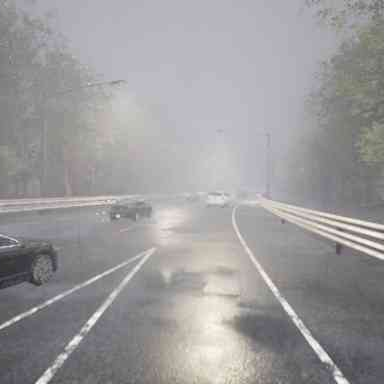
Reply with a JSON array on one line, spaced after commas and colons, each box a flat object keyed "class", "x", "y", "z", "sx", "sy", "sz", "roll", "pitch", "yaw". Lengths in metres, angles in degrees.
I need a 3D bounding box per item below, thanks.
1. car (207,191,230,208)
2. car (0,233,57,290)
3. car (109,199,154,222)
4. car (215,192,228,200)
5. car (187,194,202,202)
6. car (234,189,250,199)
[{"class": "car", "x": 3.228, "y": 0.880, "z": 40.670, "sx": 2.150, "sy": 2.045, "sz": 5.566, "roll": 1, "pitch": 1, "yaw": 13}, {"class": "car", "x": -4.649, "y": 1.415, "z": 6.461, "sx": 2.128, "sy": 1.511, "sz": 4.902, "roll": 0, "pitch": 0, "yaw": 13}, {"class": "car", "x": -4.229, "y": 1.278, "z": 23.874, "sx": 1.837, "sy": 1.490, "sz": 4.892, "roll": 1, "pitch": 1, "yaw": 13}, {"class": "car", "x": 6.144, "y": 0.862, "z": 68.936, "sx": 1.882, "sy": 1.535, "sz": 5.008, "roll": 1, "pitch": 1, "yaw": 13}, {"class": "car", "x": 0.481, "y": 0.998, "z": 59.955, "sx": 1.994, "sy": 1.385, "sz": 4.181, "roll": 1, "pitch": 1, "yaw": 13}, {"class": "car", "x": 11.820, "y": 0.557, "z": 77.985, "sx": 2.150, "sy": 2.045, "sz": 5.566, "roll": 1, "pitch": 1, "yaw": 13}]
